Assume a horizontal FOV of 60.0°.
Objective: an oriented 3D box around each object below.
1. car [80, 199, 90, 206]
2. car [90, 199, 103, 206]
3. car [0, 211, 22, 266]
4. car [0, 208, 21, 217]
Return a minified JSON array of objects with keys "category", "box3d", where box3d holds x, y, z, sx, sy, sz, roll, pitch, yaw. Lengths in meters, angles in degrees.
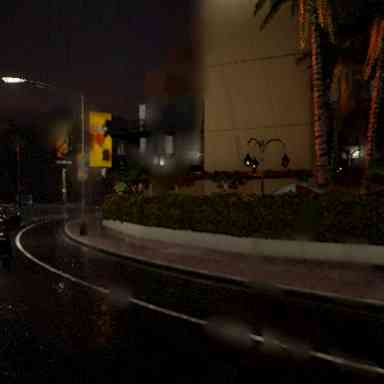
[{"category":"car","box3d":[-20.854,2.165,68.043,2.128,1.511,4.902,-1,0,20]},{"category":"car","box3d":[-17.559,2.151,66.863,2.033,1.411,5.357,-1,0,20]},{"category":"car","box3d":[-7.422,1.623,11.309,2.128,1.511,4.902,0,0,-36]},{"category":"car","box3d":[-13.113,1.798,22.725,2.033,1.411,5.357,0,0,-16]}]
